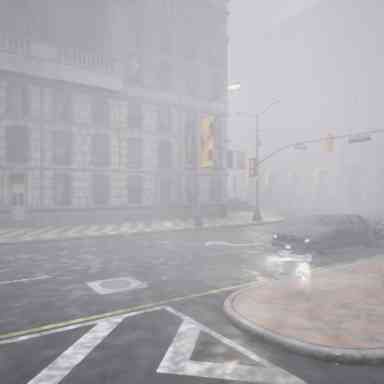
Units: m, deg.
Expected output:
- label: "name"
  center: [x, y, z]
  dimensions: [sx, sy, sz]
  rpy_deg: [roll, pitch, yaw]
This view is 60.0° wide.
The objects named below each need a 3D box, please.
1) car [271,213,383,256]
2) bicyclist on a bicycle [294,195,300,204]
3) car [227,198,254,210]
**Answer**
- label: "car"
  center: [5.581, 1.547, 13.242]
  dimensions: [5.357, 1.411, 2.033]
  rpy_deg: [0, 0, -34]
- label: "bicyclist on a bicycle"
  center: [17.991, 1.299, 57.149]
  dimensions: [1.656, 1.620, 0.582]
  rpy_deg: [0, 0, -35]
- label: "car"
  center: [5.894, 1.492, 43.062]
  dimensions: [2.128, 1.511, 4.902]
  rpy_deg: [0, 0, -35]
